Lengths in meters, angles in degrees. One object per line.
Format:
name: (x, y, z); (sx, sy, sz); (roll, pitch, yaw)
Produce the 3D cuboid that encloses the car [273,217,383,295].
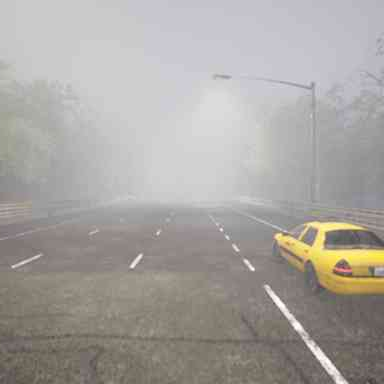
car: (3.490, 1.422, 8.646); (1.801, 1.575, 5.366); (0, 0, 0)
